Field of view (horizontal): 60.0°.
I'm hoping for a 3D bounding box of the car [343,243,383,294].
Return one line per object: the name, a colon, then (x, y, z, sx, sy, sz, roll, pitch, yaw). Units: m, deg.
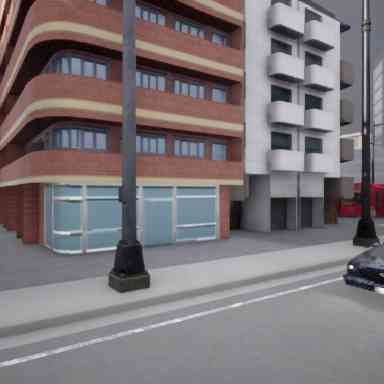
car: (5.921, 1.547, 8.010, 5.357, 1.411, 2.033, 0, 0, -34)
